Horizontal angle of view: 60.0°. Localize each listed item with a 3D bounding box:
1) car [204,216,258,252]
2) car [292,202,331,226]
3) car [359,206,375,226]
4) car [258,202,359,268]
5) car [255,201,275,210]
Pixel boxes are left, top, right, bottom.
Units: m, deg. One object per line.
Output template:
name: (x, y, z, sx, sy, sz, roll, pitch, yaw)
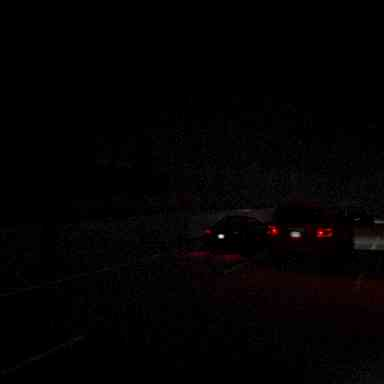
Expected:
car: (2.267, 1.796, 15.237, 1.994, 1.385, 4.181, -1, -1, 32)
car: (10.036, 1.726, 27.756, 2.097, 1.767, 4.553, -1, -1, 32)
car: (13.409, 1.857, 26.533, 1.812, 1.442, 4.674, -1, -1, 32)
car: (4.561, 1.392, 12.330, 2.150, 2.045, 5.566, -1, -1, 32)
car: (12.977, 2.356, 59.122, 1.837, 1.490, 4.892, -1, -1, 32)
